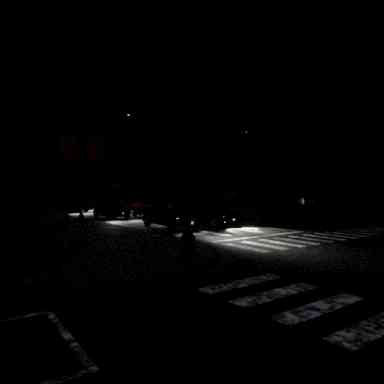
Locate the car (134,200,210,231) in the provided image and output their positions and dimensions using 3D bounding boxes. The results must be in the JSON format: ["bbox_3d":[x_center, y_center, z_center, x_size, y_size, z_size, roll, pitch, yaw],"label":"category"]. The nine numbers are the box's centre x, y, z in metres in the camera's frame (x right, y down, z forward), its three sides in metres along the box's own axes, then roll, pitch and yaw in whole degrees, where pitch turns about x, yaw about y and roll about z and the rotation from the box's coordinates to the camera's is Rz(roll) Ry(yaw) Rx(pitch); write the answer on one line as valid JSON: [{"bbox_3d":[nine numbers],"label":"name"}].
[{"bbox_3d":[-1.413,1.469,20.692,2.128,1.511,4.902,0,0,-36],"label":"car"}]

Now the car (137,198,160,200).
[{"bbox_3d":[-3.545,1.313,29.238,2.097,1.767,4.553,0,0,-36],"label":"car"}]

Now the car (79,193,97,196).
[{"bbox_3d":[-17.132,1.134,54.087,2.150,2.045,5.566,0,0,-36],"label":"car"}]

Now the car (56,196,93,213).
[{"bbox_3d":[-13.120,1.495,37.003,2.033,1.411,5.357,0,0,-36],"label":"car"}]

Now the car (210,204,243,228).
[{"bbox_3d":[1.441,1.538,22.289,1.994,1.385,4.181,0,0,-36],"label":"car"}]

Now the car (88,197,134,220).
[{"bbox_3d":[-6.903,1.468,28.344,1.837,1.490,4.892,0,0,-36],"label":"car"}]

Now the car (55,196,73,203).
[{"bbox_3d":[-25.030,1.440,65.087,2.033,1.411,5.357,0,0,-36],"label":"car"}]

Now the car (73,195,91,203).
[{"bbox_3d":[-21.979,1.368,66.414,1.882,1.535,5.008,0,0,-36],"label":"car"}]

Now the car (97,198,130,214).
[{"bbox_3d":[-8.671,1.474,36.396,1.812,1.442,4.674,0,0,-36],"label":"car"}]
